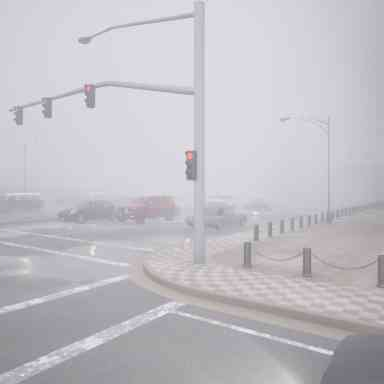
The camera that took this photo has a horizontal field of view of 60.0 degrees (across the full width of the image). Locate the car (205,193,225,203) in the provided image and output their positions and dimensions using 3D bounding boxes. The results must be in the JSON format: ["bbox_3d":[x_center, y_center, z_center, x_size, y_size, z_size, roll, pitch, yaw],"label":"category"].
[{"bbox_3d":[4.650,1.209,67.023,1.932,1.855,4.605,0,0,36],"label":"car"}]

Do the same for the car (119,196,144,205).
[{"bbox_3d":[-10.161,1.451,56.290,1.970,1.475,3.806,0,0,36],"label":"car"}]

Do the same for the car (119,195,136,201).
[{"bbox_3d":[-15.830,1.451,82.070,1.970,1.475,3.806,0,0,36],"label":"car"}]

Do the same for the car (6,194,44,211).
[{"bbox_3d":[-23.741,1.451,47.520,1.970,1.475,3.806,0,0,36],"label":"car"}]

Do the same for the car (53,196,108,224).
[{"bbox_3d":[-8.043,1.407,25.867,2.097,1.767,4.553,0,0,36],"label":"car"}]

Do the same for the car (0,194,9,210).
[{"bbox_3d":[-26.075,1.419,49.232,1.784,1.438,3.905,0,0,36],"label":"car"}]

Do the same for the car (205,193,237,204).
[{"bbox_3d":[3.581,1.274,41.829,2.150,2.045,5.566,0,0,36],"label":"car"}]

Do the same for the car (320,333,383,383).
[{"bbox_3d":[3.379,1.547,1.550,5.357,1.411,2.033,0,0,33],"label":"car"}]

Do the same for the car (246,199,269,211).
[{"bbox_3d":[8.314,1.581,42.369,1.812,1.442,4.674,0,0,36],"label":"car"}]

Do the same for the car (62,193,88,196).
[{"bbox_3d":[-23.842,1.209,66.207,1.932,1.855,4.605,0,0,36],"label":"car"}]

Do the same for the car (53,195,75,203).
[{"bbox_3d":[-26.140,1.419,67.971,1.784,1.438,3.905,0,0,36],"label":"car"}]

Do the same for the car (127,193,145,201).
[{"bbox_3d":[-13.501,1.212,80.349,1.905,1.878,3.866,0,0,36],"label":"car"}]

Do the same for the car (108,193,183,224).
[{"bbox_3d":[-3.503,1.277,26.161,2.150,2.045,5.566,0,0,36],"label":"car"}]

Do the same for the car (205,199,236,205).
[{"bbox_3d":[2.243,1.656,34.055,1.895,1.301,4.718,0,0,36],"label":"car"}]

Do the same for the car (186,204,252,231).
[{"bbox_3d":[1.747,1.656,21.137,1.895,1.301,4.718,0,0,36],"label":"car"}]

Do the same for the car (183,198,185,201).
[{"bbox_3d":[-2.985,1.619,32.821,1.994,1.385,4.181,0,0,36],"label":"car"}]

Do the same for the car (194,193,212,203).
[{"bbox_3d":[2.348,1.212,68.778,1.905,1.878,3.866,0,0,36],"label":"car"}]
